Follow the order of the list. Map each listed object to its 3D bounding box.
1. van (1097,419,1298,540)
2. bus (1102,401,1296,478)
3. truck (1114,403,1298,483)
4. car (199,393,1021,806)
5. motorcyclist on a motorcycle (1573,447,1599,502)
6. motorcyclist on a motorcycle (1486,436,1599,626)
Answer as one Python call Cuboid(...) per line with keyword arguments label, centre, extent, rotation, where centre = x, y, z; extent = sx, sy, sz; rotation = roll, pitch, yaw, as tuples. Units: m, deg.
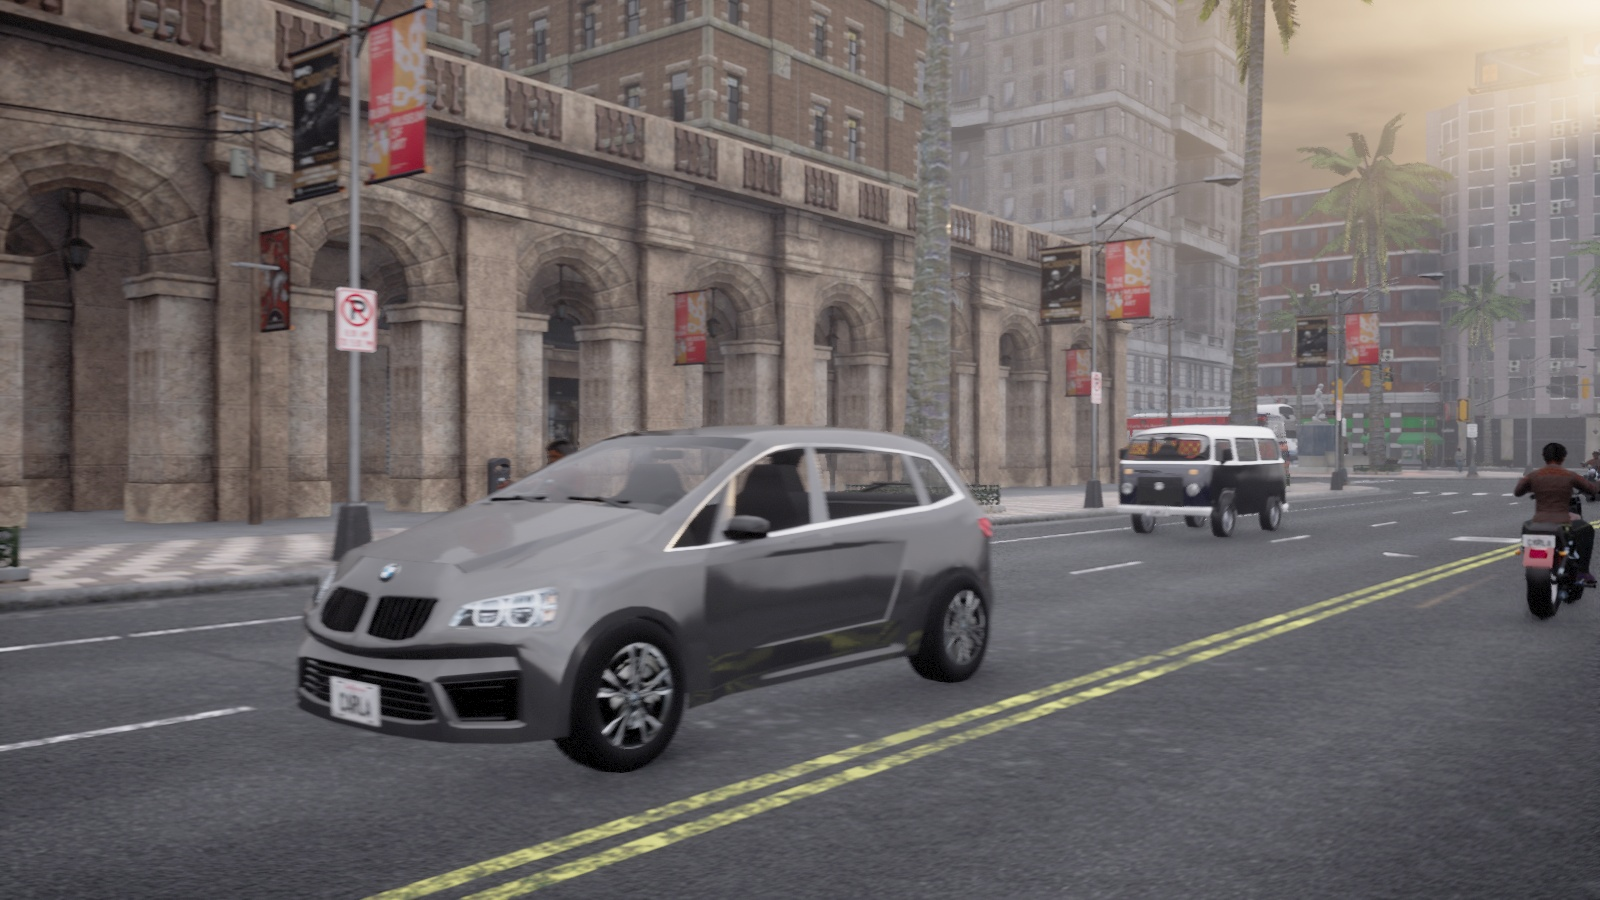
Cuboid(label="van", centre=(7.533, 0.506, 23.521), extent=(2.069, 2.038, 4.480), rotation=(0, 0, 39))
Cuboid(label="bus", centre=(23.803, -0.509, 75.344), extent=(10.273, 4.253, 3.944), rotation=(-2, -1, 39))
Cuboid(label="truck", centre=(20.723, -0.314, 64.450), extent=(8.468, 3.827, 2.891), rotation=(0, 0, 39))
Cuboid(label="car", centre=(-0.783, 0.609, 7.577), extent=(2.242, 1.667, 4.611), rotation=(0, 0, 38))
Cuboid(label="motorcyclist on a motorcycle", centre=(24.673, 0.731, 39.055), extent=(0.766, 1.649, 2.350), rotation=(0, 0, 39))
Cuboid(label="motorcyclist on a motorcycle", centre=(7.256, 0.707, 12.064), extent=(0.766, 1.649, 2.350), rotation=(0, 0, 39))
